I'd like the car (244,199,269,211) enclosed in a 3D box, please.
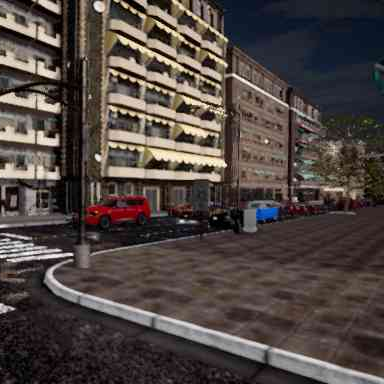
[{"bbox_3d":[9.174,1.759,47.079,1.967,1.590,4.097,1,0,36],"label":"car"}]

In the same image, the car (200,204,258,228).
[{"bbox_3d":[2.785,1.836,24.282,1.947,1.339,4.313,1,0,36],"label":"car"}]

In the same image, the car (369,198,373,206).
[{"bbox_3d":[35.608,2.262,68.829,1.887,1.381,4.507,1,0,36],"label":"car"}]

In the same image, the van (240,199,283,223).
[{"bbox_3d":[6.070,1.657,28.737,1.690,1.788,3.998,1,0,36],"label":"van"}]

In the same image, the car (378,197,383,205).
[{"bbox_3d":[45.458,2.161,82.194,2.192,1.841,5.009,1,0,36],"label":"car"}]

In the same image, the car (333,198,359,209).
[{"bbox_3d":[25.763,1.901,55.466,2.192,1.841,5.009,1,0,36],"label":"car"}]

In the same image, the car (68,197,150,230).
[{"bbox_3d":[-5.295,1.352,23.070,2.150,2.045,5.566,1,0,36],"label":"car"}]

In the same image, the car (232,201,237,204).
[{"bbox_3d":[5.891,1.856,42.624,1.802,1.307,4.206,1,0,36],"label":"car"}]

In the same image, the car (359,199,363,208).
[{"bbox_3d":[29.043,2.212,59.919,1.802,1.307,4.206,1,0,36],"label":"car"}]

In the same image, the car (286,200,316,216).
[{"bbox_3d":[12.633,1.847,37.647,1.967,1.590,4.097,1,0,36],"label":"car"}]

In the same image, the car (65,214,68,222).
[{"bbox_3d":[-7.238,1.642,24.805,2.008,1.369,4.403,1,0,36],"label":"car"}]

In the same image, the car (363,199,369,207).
[{"bbox_3d":[32.326,2.114,64.375,1.967,1.590,4.097,1,0,36],"label":"car"}]

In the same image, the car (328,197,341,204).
[{"bbox_3d":[35.432,2.110,82.716,1.967,1.590,4.097,1,0,36],"label":"car"}]

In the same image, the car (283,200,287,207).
[{"bbox_3d":[15.737,1.991,55.988,1.802,1.307,4.206,1,0,36],"label":"car"}]

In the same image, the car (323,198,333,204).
[{"bbox_3d":[32.148,2.193,78.261,1.947,1.339,4.313,1,0,36],"label":"car"}]

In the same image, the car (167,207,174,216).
[{"bbox_3d":[-0.673,1.727,33.714,1.887,1.381,4.507,1,0,36],"label":"car"}]

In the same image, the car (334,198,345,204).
[{"bbox_3d":[38.613,2.237,87.034,1.752,1.417,4.829,1,0,36],"label":"car"}]

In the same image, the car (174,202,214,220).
[{"bbox_3d":[1.025,1.766,31.643,2.033,1.411,5.357,1,0,37],"label":"car"}]

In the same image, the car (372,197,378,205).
[{"bbox_3d":[38.890,2.311,73.285,2.008,1.369,4.403,1,0,36],"label":"car"}]
